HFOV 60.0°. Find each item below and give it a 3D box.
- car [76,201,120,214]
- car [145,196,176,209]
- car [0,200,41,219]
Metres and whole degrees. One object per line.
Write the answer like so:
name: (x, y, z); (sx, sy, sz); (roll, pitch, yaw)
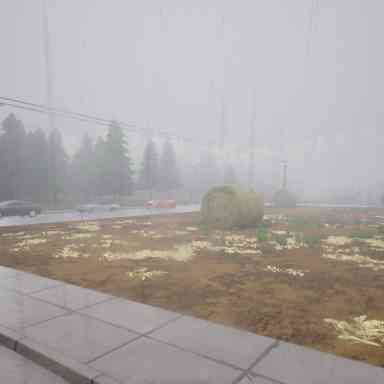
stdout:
car: (-10.307, 1.627, 36.536); (1.895, 1.301, 4.718); (0, 0, 37)
car: (-4.213, 1.379, 44.728); (2.097, 1.767, 4.553); (0, 0, 37)
car: (-15.790, 1.531, 29.147); (1.837, 1.490, 4.892); (0, 0, 37)
